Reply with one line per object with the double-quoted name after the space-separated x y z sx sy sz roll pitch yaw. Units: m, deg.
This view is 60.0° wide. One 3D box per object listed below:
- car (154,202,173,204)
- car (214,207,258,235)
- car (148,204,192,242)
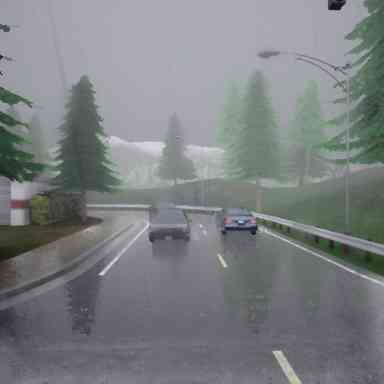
-2.265 1.522 27.010 2.033 1.411 5.357 0 0 -19 "car"
2.370 1.530 18.862 2.033 1.411 5.357 0 0 -1 "car"
-1.034 1.529 16.492 2.033 1.411 5.357 0 0 -2 "car"
